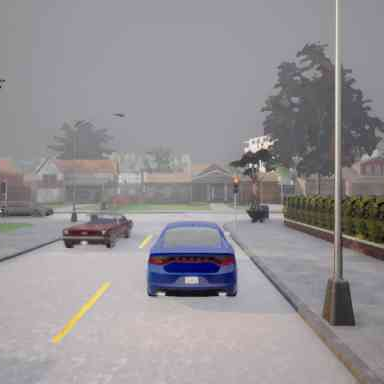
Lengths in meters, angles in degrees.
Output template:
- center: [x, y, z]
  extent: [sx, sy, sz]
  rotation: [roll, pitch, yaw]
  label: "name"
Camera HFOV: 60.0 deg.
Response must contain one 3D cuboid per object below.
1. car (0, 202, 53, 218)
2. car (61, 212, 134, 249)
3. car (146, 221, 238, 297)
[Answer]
- center: [-14.393, 1.564, 29.024]
  extent: [4.181, 1.385, 1.994]
  rotation: [0, 0, 0]
  label: "car"
- center: [-3.961, 1.601, 14.670]
  extent: [1.895, 1.301, 4.718]
  rotation: [0, 0, 2]
  label: "car"
- center: [0.014, 1.478, 8.624]
  extent: [1.882, 1.535, 5.008]
  rotation: [0, 0, 0]
  label: "car"
